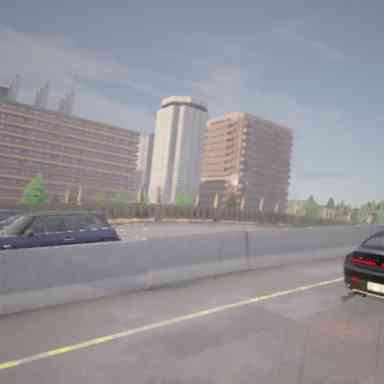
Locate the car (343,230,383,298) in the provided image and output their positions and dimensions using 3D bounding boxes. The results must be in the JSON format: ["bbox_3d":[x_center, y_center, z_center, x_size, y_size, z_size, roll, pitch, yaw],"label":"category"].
[{"bbox_3d":[5.399,1.590,7.607,4.892,1.490,1.837,2,-1,-36],"label":"car"}]

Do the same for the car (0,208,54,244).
[{"bbox_3d":[-8.859,1.521,14.869,4.674,1.442,1.812,0,0,-35],"label":"car"}]

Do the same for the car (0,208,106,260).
[{"bbox_3d":[-6.031,1.486,12.587,4.902,1.511,2.128,0,0,-36],"label":"car"}]

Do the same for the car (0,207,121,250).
[{"bbox_3d":[-4.337,1.347,9.496,4.553,1.767,2.097,0,0,-36],"label":"car"}]
